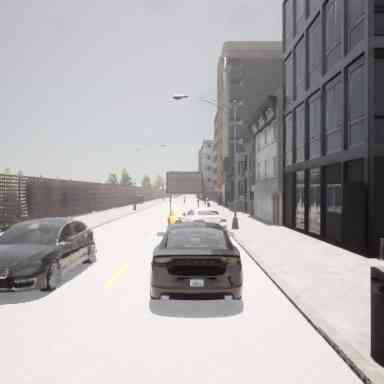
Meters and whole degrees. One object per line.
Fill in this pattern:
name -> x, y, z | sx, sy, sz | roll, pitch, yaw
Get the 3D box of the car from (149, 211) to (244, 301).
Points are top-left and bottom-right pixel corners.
car -> 0.087, 1.477, 8.428 | 1.882, 1.535, 5.008 | 0, 0, 0

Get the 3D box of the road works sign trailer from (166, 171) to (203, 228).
road works sign trailer -> -0.509, 0.464, 21.251 | 2.380, 3.560, 2.880 | 0, 0, -16

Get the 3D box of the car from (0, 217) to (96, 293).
car -> -4.012, 1.505, 8.979 | 1.837, 1.490, 4.892 | 0, 0, 0

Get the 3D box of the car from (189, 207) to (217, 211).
car -> 0.539, 1.539, 17.775 | 1.812, 1.442, 4.674 | 0, -1, -11
